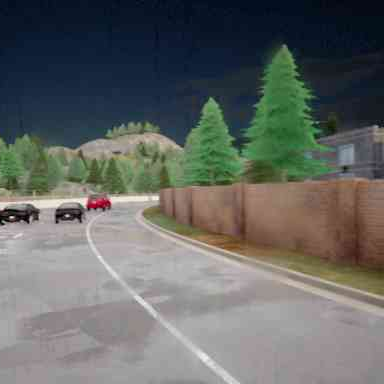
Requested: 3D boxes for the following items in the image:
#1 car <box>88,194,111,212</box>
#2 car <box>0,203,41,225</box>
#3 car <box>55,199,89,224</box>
[{"bbox_3d":[-11.509,1.317,41.281,2.150,2.045,5.566,0,0,-4],"label":"car"},{"bbox_3d":[-12.862,1.583,25.212,1.882,1.535,5.008,-1,0,-13],"label":"car"},{"bbox_3d":[-9.442,1.554,26.100,1.882,1.535,5.008,0,0,-13],"label":"car"}]
